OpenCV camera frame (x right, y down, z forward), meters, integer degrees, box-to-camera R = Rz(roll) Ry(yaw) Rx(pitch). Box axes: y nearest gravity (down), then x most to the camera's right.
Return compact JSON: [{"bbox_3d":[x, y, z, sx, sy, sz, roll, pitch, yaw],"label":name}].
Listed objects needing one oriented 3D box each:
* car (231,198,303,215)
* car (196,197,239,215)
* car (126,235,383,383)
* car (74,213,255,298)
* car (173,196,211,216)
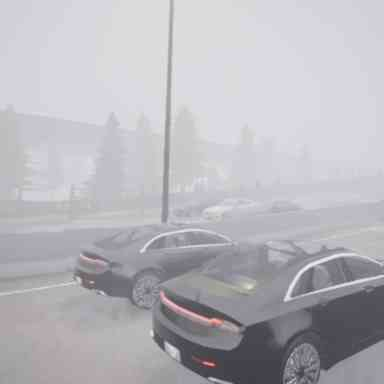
[{"bbox_3d":[4.914,1.199,20.393,4.674,1.442,1.812,-4,2,-35],"label":"car"},{"bbox_3d":[2.888,1.199,23.246,4.674,1.442,1.812,-4,2,-35],"label":"car"},{"bbox_3d":[1.764,1.494,5.014,4.902,1.511,2.128,0,0,-35],"label":"car"},{"bbox_3d":[-0.225,1.494,7.894,4.902,1.511,2.128,0,0,-35],"label":"car"},{"bbox_3d":[0.858,1.150,26.098,5.008,1.535,1.882,-4,2,-35],"label":"car"}]
